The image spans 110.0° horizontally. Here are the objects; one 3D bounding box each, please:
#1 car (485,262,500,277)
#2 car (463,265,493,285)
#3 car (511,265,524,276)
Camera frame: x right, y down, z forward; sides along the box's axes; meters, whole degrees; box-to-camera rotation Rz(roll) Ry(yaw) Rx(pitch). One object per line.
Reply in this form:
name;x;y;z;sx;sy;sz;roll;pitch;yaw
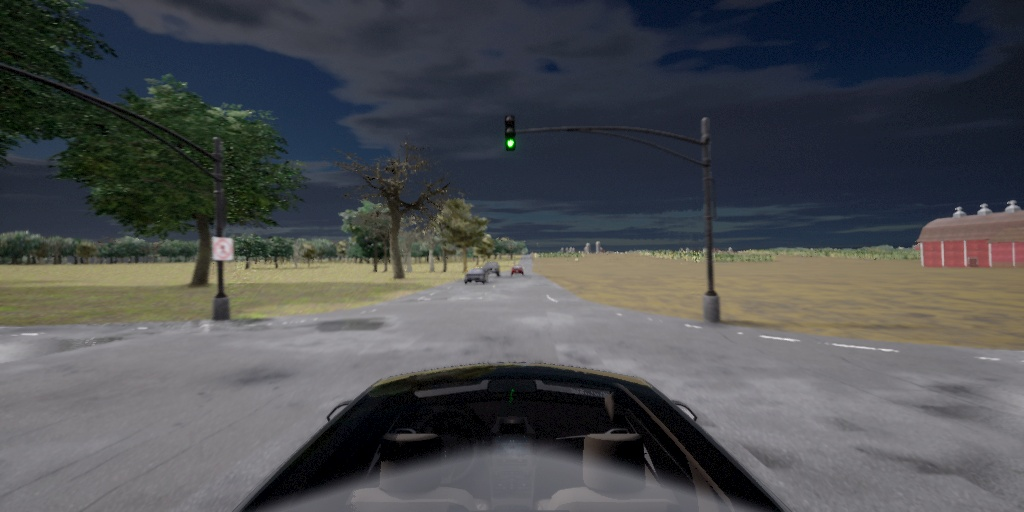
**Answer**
car;-2.825;1.846;50.036;2.150;2.045;5.566;-2;-1;2
car;-3.177;1.825;32.725;2.033;1.411;5.357;-2;-1;1
car;0.780;2.084;53.465;1.882;1.535;5.008;-2;-1;1
